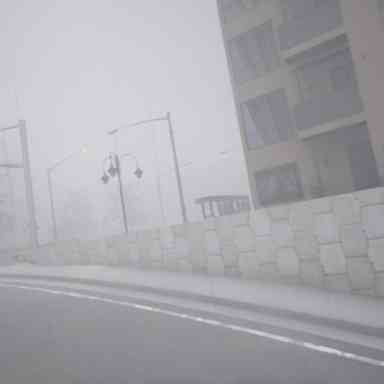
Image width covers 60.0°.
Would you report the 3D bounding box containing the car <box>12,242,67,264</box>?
[{"bbox_3d":[-13.534,5.333,29.953,1.882,1.535,5.008,-14,-8,36],"label":"car"}]
